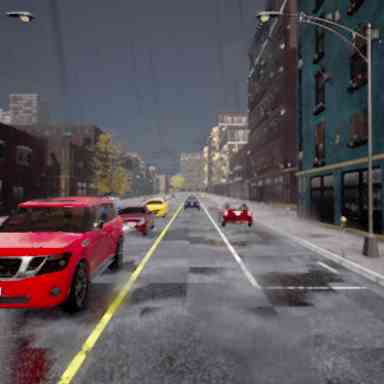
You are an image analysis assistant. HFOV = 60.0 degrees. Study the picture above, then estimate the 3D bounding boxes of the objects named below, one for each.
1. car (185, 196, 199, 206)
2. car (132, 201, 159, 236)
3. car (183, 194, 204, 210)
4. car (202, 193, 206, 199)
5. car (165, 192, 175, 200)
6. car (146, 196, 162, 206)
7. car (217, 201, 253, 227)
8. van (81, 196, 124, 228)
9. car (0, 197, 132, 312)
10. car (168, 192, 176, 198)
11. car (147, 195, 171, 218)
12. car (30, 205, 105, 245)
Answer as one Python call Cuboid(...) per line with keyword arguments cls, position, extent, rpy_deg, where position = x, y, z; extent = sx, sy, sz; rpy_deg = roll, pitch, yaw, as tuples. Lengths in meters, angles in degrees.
Cuboid(cls="car", position=(0.014, 1.259, 48.489), extent=(1.994, 1.385, 4.181), rpy_deg=(0, 0, 0))
Cuboid(cls="car", position=(-3.085, 1.412, 17.919), extent=(1.812, 1.442, 4.674), rpy_deg=(0, 0, 0))
Cuboid(cls="car", position=(0.009, 1.309, 37.819), extent=(2.033, 1.411, 5.357), rpy_deg=(0, 0, 0))
Cuboid(cls="car", position=(2.724, 1.001, 84.301), extent=(1.752, 1.417, 4.829), rpy_deg=(1, 0, 0))
Cuboid(cls="car", position=(-5.656, 0.952, 78.384), extent=(1.967, 1.590, 4.097), rpy_deg=(1, 0, 0))
Cuboid(cls="car", position=(-5.665, 1.269, 49.953), extent=(1.802, 1.307, 4.206), rpy_deg=(1, 0, 0))
Cuboid(cls="car", position=(2.711, 1.303, 21.578), extent=(1.967, 1.590, 4.097), rpy_deg=(1, 0, 0))
Cuboid(cls="van", position=(-5.667, 1.205, 21.518), extent=(1.690, 1.788, 3.998), rpy_deg=(1, 0, 0))
Cuboid(cls="car", position=(-3.105, 1.171, 7.934), extent=(2.150, 2.045, 5.566), rpy_deg=(0, 0, 0))
Cuboid(cls="car", position=(-5.652, 0.849, 95.444), extent=(1.967, 1.590, 4.097), rpy_deg=(1, 0, 0))
Cuboid(cls="car", position=(-3.079, 1.299, 28.351), extent=(1.882, 1.535, 5.008), rpy_deg=(0, 0, 0))
Cuboid(cls="car", position=(-5.673, 1.444, 15.832), extent=(1.887, 1.381, 4.507), rpy_deg=(1, 0, 0))
